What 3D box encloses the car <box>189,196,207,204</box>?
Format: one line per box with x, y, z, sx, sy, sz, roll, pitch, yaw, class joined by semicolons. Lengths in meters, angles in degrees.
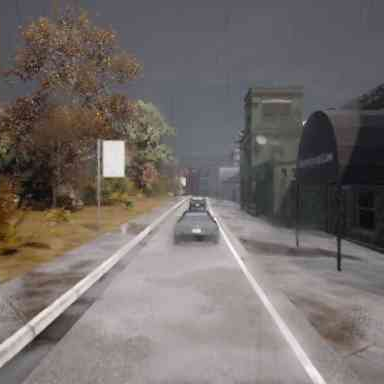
0.627;1.123;36.426;1.812;1.442;4.674;0;1;2;car

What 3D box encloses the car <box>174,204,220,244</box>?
0.208;1.513;15.484;1.994;1.385;4.181;0;1;1;car
